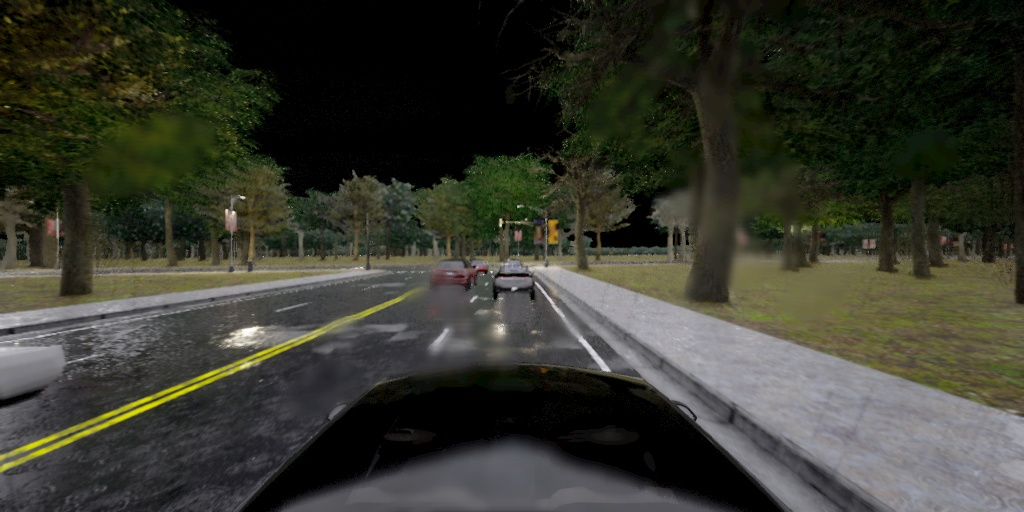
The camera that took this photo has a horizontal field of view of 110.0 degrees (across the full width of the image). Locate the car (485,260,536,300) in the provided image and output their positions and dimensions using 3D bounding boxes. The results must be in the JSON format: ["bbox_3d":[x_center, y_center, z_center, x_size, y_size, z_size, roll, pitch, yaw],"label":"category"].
[{"bbox_3d":[0.091,1.102,16.849,2.128,1.511,4.902,0,0,0],"label":"car"}]

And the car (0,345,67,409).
[{"bbox_3d":[-6.592,1.347,2.256,1.895,1.301,4.718,0,1,0],"label":"car"}]

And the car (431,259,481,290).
[{"bbox_3d":[-3.159,0.926,20.590,2.097,1.767,4.553,0,1,0],"label":"car"}]

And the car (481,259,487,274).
[{"bbox_3d":[-3.372,0.986,35.333,1.994,1.385,4.181,0,1,-3],"label":"car"}]
